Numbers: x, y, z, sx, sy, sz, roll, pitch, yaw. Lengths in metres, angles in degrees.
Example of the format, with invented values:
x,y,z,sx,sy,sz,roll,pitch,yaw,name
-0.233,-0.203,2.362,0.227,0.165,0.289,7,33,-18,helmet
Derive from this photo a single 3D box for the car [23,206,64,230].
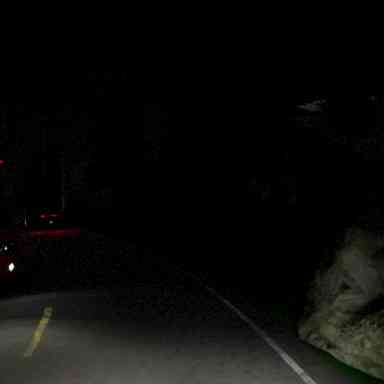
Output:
x,y,z,sx,sy,sz,roll,pitch,yaw,name
-10.365,1.761,23.378,2.128,1.511,4.902,0,0,-33,car

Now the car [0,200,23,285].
x,y,z,sx,sy,sz,roll,pitch,yaw,name
-6.222,1.355,9.600,2.150,2.045,5.566,0,-1,-28,car
